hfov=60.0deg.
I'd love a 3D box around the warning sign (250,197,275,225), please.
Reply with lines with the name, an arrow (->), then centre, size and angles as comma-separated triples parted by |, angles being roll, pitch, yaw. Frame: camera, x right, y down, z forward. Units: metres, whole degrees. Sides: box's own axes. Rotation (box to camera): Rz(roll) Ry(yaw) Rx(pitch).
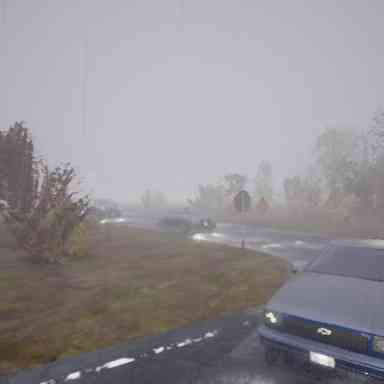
warning sign -> 4.856, 1.249, 22.962 | 1.300, 1.860, 1.060 | 1, 0, -36

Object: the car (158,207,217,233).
car -> -0.373, 1.642, 20.379 | 1.994, 1.385, 4.181 | 1, 0, -36

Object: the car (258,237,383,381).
car -> 3.158, 1.585, 5.991 | 2.033, 1.411, 5.357 | 0, 0, 38

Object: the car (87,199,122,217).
car -> -8.337, 1.442, 31.502 | 2.097, 1.767, 4.553 | 1, 0, -36
